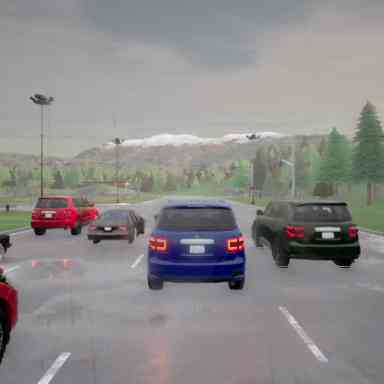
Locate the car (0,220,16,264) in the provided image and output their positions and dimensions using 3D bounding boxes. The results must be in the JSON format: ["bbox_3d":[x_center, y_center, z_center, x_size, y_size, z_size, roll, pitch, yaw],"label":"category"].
[{"bbox_3d":[-6.913,1.601,8.917,1.895,1.301,4.718,0,0,0],"label":"car"}]

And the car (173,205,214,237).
[{"bbox_3d":[0.076,1.547,19.414,2.033,1.411,5.357,0,0,0],"label":"car"}]

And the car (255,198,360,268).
[{"bbox_3d":[3.589,1.224,11.475,2.150,2.045,5.566,0,0,0],"label":"car"}]

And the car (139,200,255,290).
[{"bbox_3d":[0.085,1.221,9.228,2.150,2.045,5.566,0,0,0],"label":"car"}]

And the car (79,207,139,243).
[{"bbox_3d":[-3.417,1.547,15.964,2.033,1.411,5.357,0,0,0],"label":"car"}]

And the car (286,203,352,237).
[{"bbox_3d":[7.080,1.478,19.169,1.882,1.535,5.008,0,0,0],"label":"car"}]

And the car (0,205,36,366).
[{"bbox_3d":[-3.433,1.224,2.126,2.150,2.045,5.566,0,0,0],"label":"car"}]

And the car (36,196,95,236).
[{"bbox_3d":[-6.917,1.221,18.681,2.150,2.045,5.566,0,0,0],"label":"car"}]
